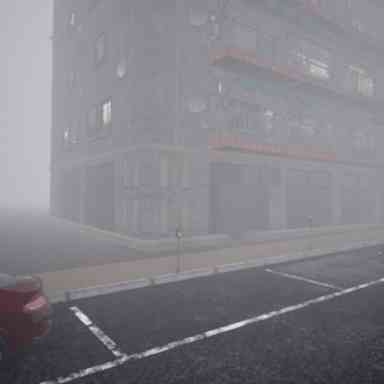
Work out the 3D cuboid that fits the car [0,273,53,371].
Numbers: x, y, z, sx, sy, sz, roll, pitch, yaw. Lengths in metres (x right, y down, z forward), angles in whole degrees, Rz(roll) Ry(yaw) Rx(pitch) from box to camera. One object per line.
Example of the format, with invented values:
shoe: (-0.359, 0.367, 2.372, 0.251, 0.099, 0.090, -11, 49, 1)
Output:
car: (-3.862, 1.578, 3.793, 4.206, 1.307, 1.802, 0, 1, -35)
